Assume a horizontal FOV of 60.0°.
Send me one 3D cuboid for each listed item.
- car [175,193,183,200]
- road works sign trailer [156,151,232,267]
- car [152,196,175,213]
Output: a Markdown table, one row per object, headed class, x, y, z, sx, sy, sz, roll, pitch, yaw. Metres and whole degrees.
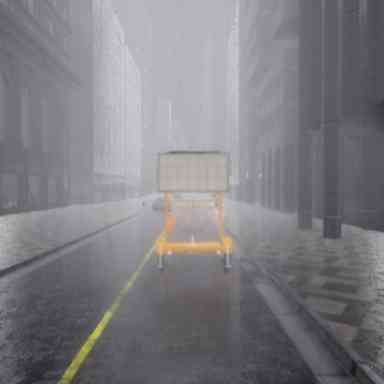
| class | x | y | z | sx | sy | sz | roll | pitch | yaw |
| --- | --- | --- | --- | --- | --- | --- | --- | --- | --- |
| car | -3.008 | 1.050 | 75.979 | 1.882 | 1.535 | 5.008 | 0 | 0 | 0 |
| road works sign trailer | 0.050 | 0.422 | 11.201 | 2.380 | 3.560 | 2.880 | 0 | 0 | -1 |
| car | -3.100 | 1.361 | 35.288 | 1.837 | 1.490 | 4.892 | 0 | 0 | 0 |
